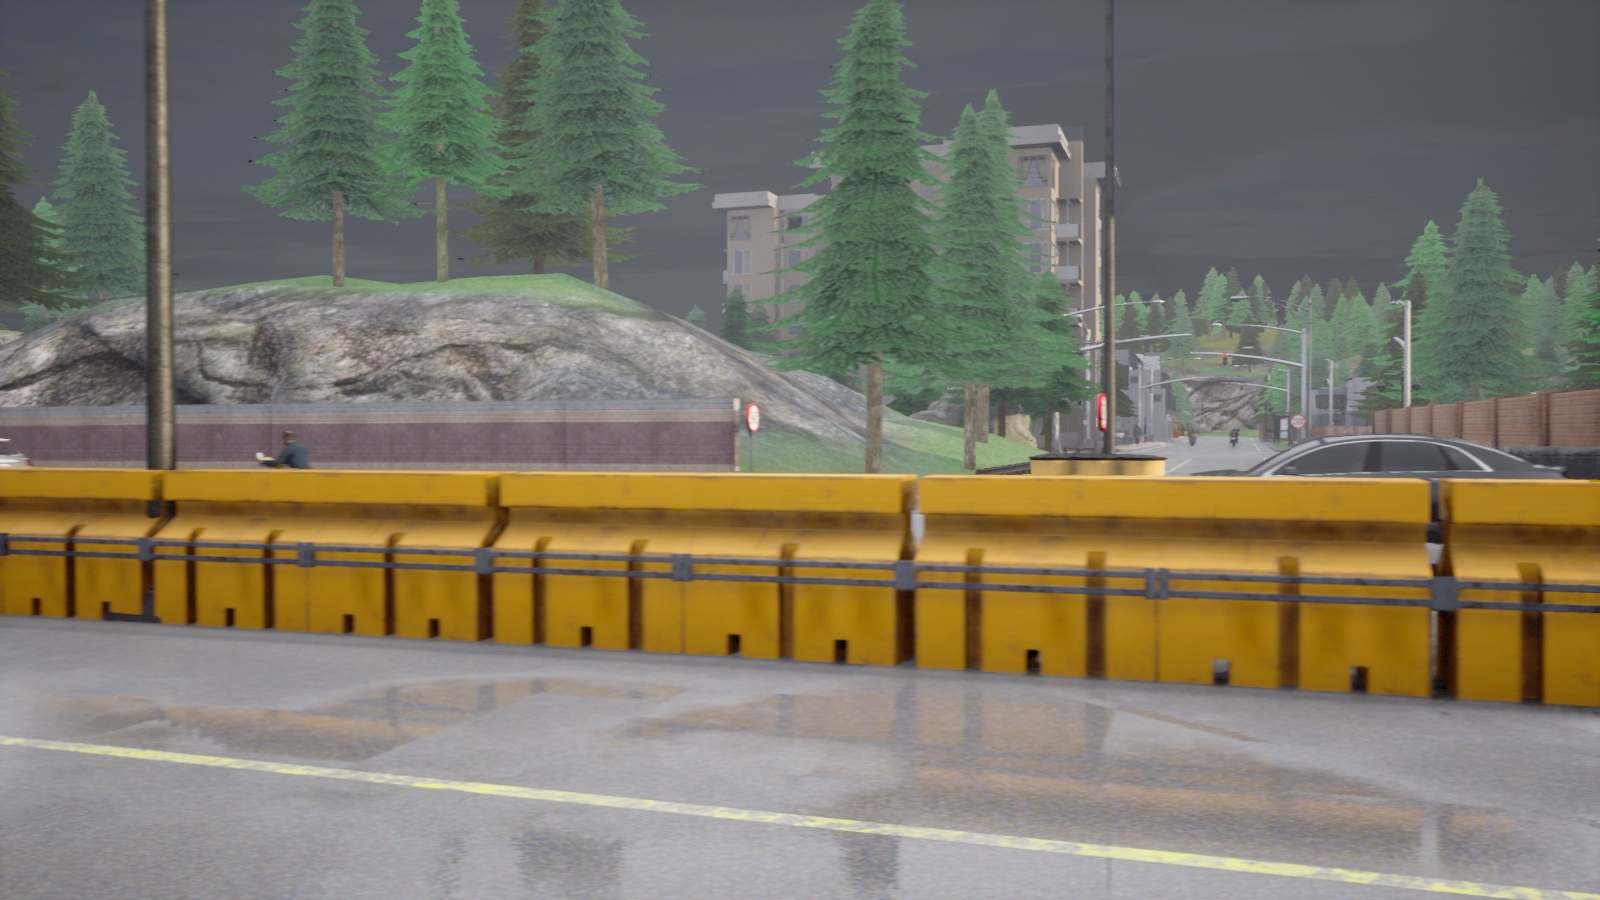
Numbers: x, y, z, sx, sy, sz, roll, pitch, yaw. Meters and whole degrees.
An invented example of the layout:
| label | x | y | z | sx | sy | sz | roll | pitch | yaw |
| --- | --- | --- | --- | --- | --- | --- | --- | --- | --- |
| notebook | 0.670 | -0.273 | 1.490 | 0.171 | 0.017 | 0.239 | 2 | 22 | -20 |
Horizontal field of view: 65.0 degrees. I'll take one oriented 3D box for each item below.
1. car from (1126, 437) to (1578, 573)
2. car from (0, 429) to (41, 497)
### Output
| label | x | y | z | sx | sy | sz | roll | pitch | yaw |
| --- | --- | --- | --- | --- | --- | --- | --- | --- | --- |
| car | 6.675 | 0.605 | 15.718 | 4.892 | 1.490 | 1.837 | 1 | 1 | 19 |
| car | -19.316 | 0.269 | 28.108 | 3.806 | 1.475 | 1.970 | 1 | 1 | 18 |
